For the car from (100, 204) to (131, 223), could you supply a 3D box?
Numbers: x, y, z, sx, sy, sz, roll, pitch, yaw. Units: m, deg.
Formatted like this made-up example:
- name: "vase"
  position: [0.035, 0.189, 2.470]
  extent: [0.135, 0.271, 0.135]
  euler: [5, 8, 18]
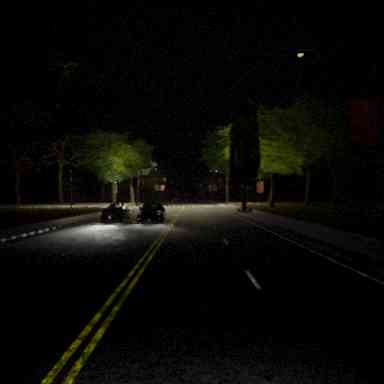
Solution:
- name: "car"
  position: [-6.600, 1.795, 29.073]
  extent: [2.128, 1.511, 4.902]
  euler: [0, -1, 0]

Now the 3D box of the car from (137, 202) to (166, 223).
- name: "car"
  position: [-3.351, 1.646, 28.161]
  extent: [2.097, 1.767, 4.553]
  euler: [0, -1, 0]

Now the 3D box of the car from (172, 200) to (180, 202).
- name: "car"
  position: [-3.257, 1.978, 69.134]
  extent: [1.994, 1.385, 4.181]
  euler: [0, -1, 0]
